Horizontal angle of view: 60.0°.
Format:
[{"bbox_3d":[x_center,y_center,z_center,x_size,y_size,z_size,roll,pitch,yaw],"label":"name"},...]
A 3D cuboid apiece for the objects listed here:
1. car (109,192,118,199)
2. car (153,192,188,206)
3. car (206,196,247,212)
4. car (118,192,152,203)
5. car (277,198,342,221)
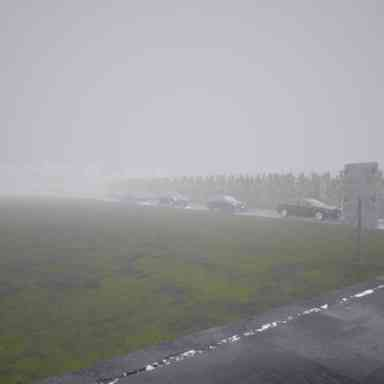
[{"bbox_3d":[-13.634,0.593,60.749,1.994,1.385,4.181,1,1,-36],"label":"car"},{"bbox_3d":[-2.403,0.756,40.296,2.097,1.767,4.553,1,1,-36],"label":"car"},{"bbox_3d":[3.288,1.101,32.390,1.812,1.442,4.674,1,1,-36],"label":"car"},{"bbox_3d":[-8.384,0.773,48.648,2.033,1.411,5.357,1,1,-35],"label":"car"},{"bbox_3d":[8.655,1.217,24.862,1.882,1.535,5.008,1,1,-34],"label":"car"}]
